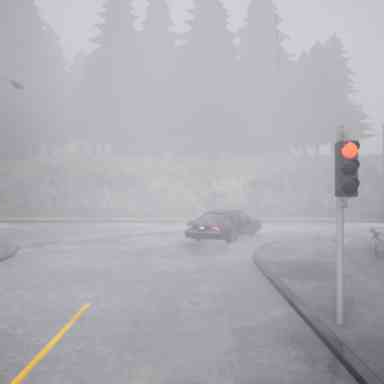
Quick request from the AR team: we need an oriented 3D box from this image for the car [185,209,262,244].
[{"bbox_3d":[1.692,1.548,16.054,2.033,1.411,5.357,0,0,30],"label":"car"}]
